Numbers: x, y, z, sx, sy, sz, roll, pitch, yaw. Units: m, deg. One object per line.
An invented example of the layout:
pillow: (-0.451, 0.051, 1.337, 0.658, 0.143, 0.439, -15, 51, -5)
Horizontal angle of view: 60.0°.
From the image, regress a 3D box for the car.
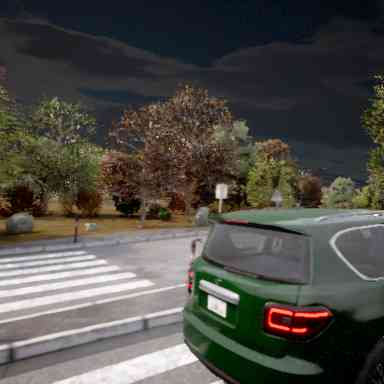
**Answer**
car: (2.561, 1.240, 4.682, 5.566, 2.045, 2.150, 0, -1, -30)
